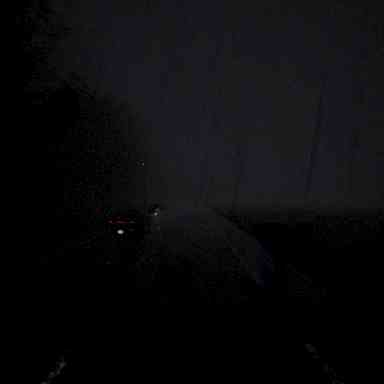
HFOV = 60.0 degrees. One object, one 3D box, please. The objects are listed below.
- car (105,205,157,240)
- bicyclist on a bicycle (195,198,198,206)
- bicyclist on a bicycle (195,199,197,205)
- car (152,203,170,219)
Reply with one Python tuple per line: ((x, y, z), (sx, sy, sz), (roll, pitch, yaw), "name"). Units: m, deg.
((-3.394, 1.706, 18.239), (2.128, 1.511, 4.902), (0, -1, 0), "car")
((0.979, 2.209, 71.571), (0.659, 1.776, 1.843), (0, 0, 0), "bicyclist on a bicycle")
((0.982, 2.397, 80.575), (0.582, 1.620, 1.656), (0, -1, 0), "bicyclist on a bicycle")
((-3.393, 1.905, 34.140), (1.837, 1.490, 4.892), (0, -1, 0), "car")
